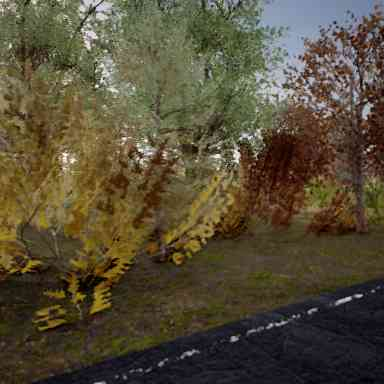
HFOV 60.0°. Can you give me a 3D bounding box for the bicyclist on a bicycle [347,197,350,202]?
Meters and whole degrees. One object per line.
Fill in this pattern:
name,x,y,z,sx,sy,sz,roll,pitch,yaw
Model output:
bicyclist on a bicycle,19.166,1.119,41.088,1.656,1.620,0.582,0,1,-36
